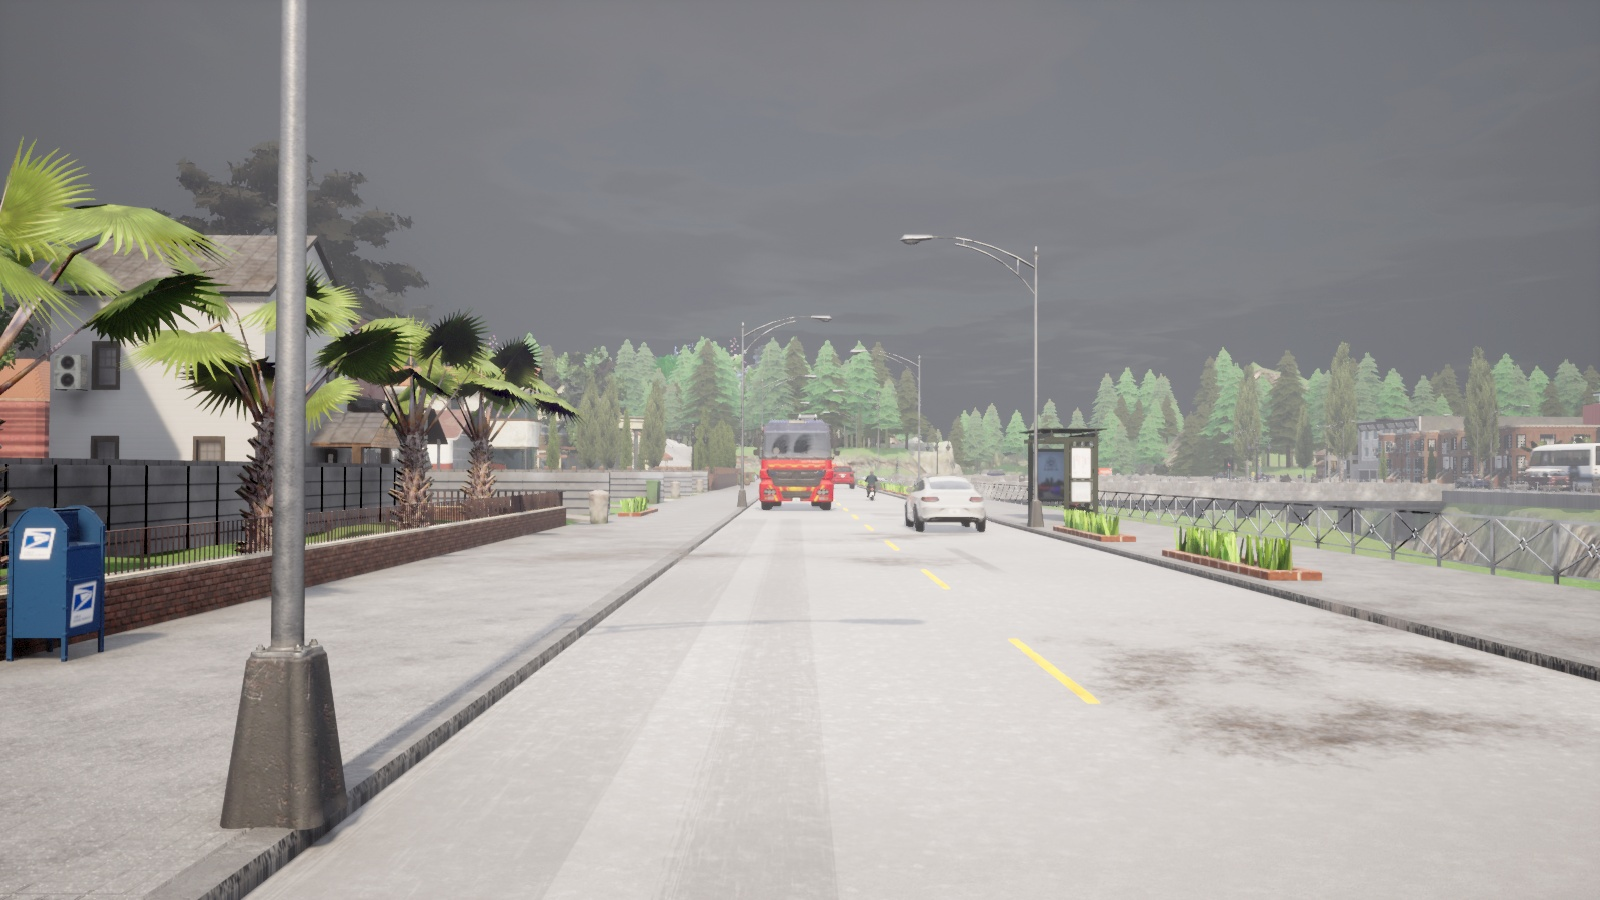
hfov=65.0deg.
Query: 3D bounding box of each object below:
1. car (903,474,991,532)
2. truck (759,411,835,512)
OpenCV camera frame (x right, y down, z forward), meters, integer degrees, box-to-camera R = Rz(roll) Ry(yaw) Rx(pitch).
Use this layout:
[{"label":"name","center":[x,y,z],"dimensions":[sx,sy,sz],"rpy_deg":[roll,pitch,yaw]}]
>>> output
[{"label":"car","center":[3.914,1.397,34.164],"dimensions":[1.812,1.442,4.674],"rpy_deg":[0,-1,0]},{"label":"truck","center":[-0.137,0.522,52.014],"dimensions":[2.891,3.827,8.468],"rpy_deg":[0,-1,0]}]
